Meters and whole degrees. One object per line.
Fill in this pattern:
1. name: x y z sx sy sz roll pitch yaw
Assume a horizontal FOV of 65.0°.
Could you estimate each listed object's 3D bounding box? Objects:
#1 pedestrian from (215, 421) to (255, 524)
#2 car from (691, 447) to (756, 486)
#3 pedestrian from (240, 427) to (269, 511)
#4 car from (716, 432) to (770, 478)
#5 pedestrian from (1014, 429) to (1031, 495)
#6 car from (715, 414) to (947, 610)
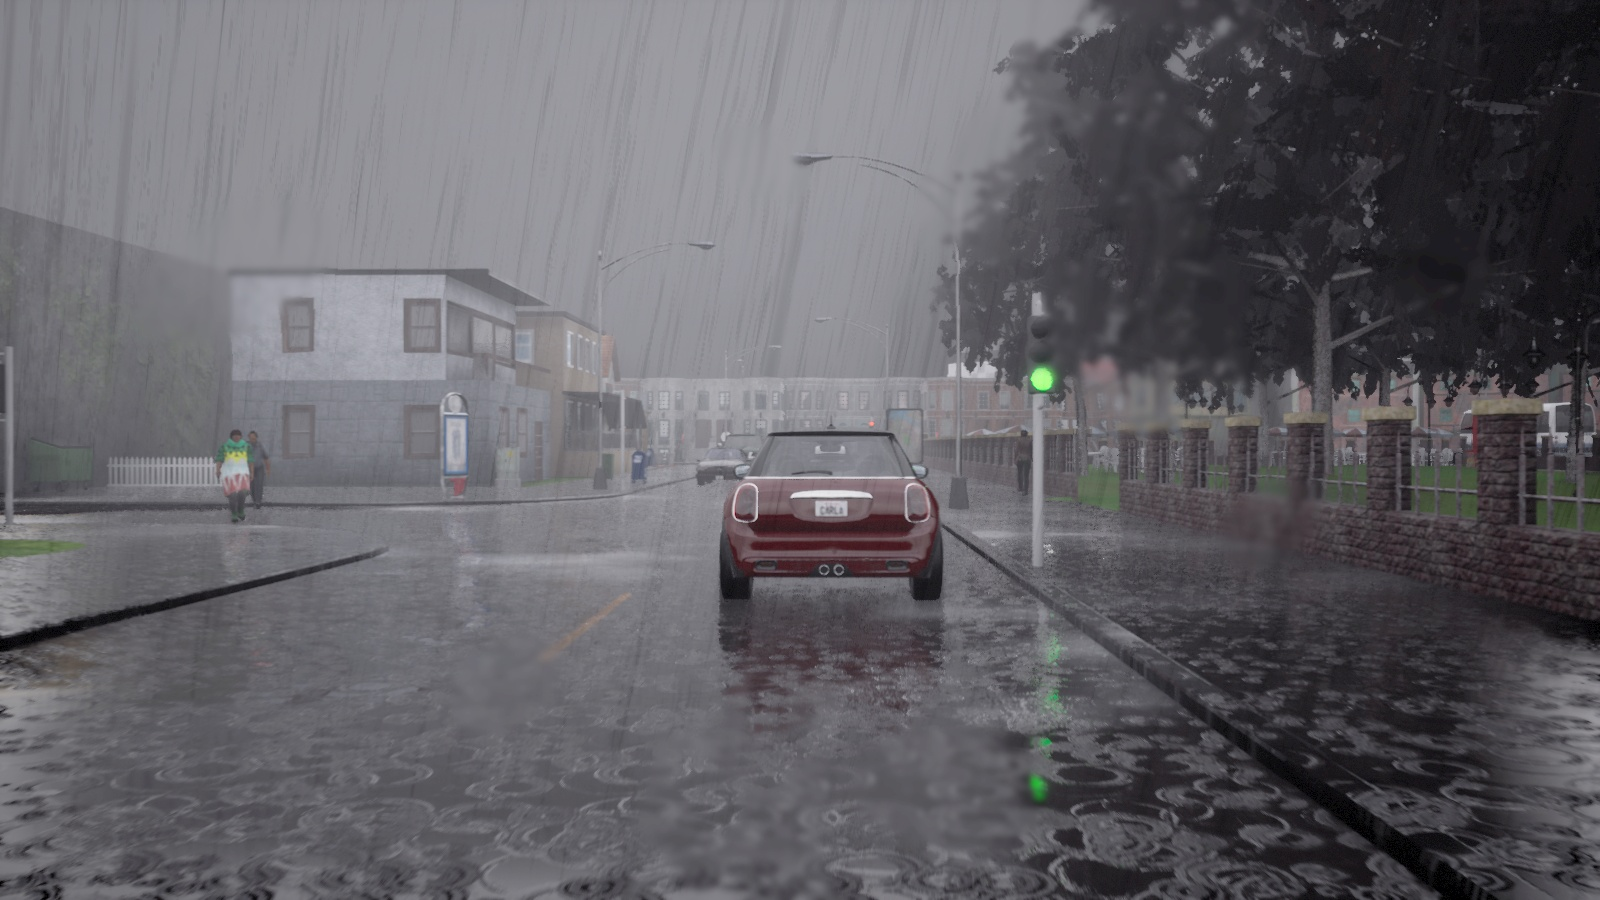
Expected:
1. pedestrian: -10.988 0.426 24.416 0.659 1.952 0.873 0 0 -28
2. car: -2.867 0.595 48.132 2.033 1.411 5.357 0 0 2
3. pedestrian: -12.197 0.410 28.087 0.540 1.848 0.694 0 0 -19
4. car: -2.616 0.223 58.724 2.150 2.045 5.566 0 0 1
5. pedestrian: 6.186 0.319 34.874 0.328 1.805 0.869 0 0 1
6. car: 0.324 0.550 13.635 2.097 1.767 4.553 0 0 1
